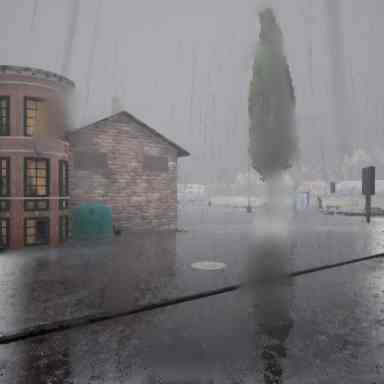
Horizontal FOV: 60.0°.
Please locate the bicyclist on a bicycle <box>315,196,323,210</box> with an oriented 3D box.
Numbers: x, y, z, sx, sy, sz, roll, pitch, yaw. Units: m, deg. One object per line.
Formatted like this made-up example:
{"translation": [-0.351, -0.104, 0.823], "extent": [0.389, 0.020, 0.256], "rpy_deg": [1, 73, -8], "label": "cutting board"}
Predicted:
{"translation": [15.350, 1.349, 40.171], "extent": [1.656, 1.620, 0.582], "rpy_deg": [0, 0, -36], "label": "bicyclist on a bicycle"}
